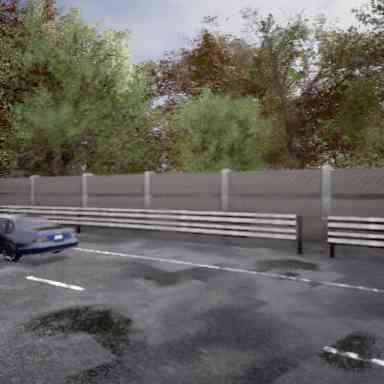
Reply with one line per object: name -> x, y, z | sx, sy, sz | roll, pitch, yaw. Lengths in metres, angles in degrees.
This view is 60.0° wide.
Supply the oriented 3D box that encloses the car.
car -> -6.540, 1.515, 11.989 | 5.357, 1.411, 2.033 | 0, 0, 29
